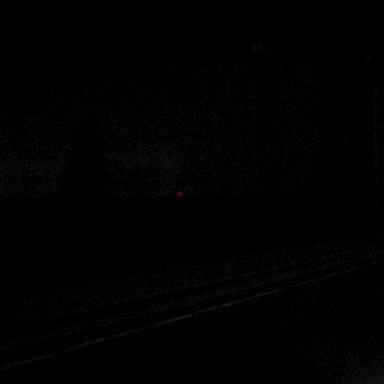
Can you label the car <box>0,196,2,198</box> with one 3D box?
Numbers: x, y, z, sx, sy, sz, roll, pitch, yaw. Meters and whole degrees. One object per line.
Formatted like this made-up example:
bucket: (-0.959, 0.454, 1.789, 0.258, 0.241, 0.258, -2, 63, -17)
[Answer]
car: (-40.309, 1.490, 67.326, 3.633, 1.501, 1.845, 0, 0, -38)
